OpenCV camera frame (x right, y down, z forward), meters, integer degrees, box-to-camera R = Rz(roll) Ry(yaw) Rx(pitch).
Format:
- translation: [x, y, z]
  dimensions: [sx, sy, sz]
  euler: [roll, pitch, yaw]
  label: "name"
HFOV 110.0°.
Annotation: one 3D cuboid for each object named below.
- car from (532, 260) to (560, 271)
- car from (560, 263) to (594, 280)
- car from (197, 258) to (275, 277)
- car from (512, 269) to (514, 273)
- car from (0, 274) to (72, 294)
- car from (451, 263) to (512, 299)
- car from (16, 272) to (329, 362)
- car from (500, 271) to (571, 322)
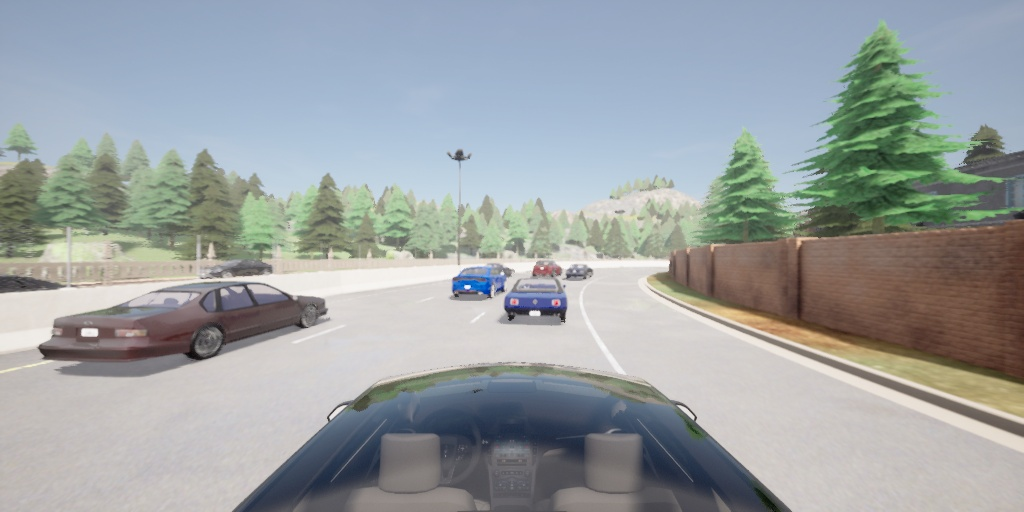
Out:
- translation: [3.589, 1.193, 35.629]
  dimensions: [2.097, 1.767, 4.553]
  euler: [0, 0, 22]
  label: "car"
- translation: [6.324, 1.396, 33.267]
  dimensions: [2.033, 1.411, 5.357]
  euler: [0, 0, 22]
  label: "car"
- translation: [-18.476, 0.887, 24.302]
  dimensions: [1.812, 1.442, 4.674]
  euler: [0, 0, 12]
  label: "car"
- translation: [-1.437, 1.357, 32.480]
  dimensions: [2.033, 1.411, 5.357]
  euler: [0, 0, 19]
  label: "car"
- translation: [-13.690, 1.204, 8.464]
  dimensions: [1.837, 1.490, 4.892]
  euler: [0, 0, 5]
  label: "car"
- translation: [-1.550, 1.257, 18.611]
  dimensions: [1.882, 1.535, 5.008]
  euler: [0, 0, 11]
  label: "car"
- translation: [-6.563, 1.280, 8.245]
  dimensions: [2.033, 1.411, 5.357]
  euler: [0, 0, 5]
  label: "car"
- translation: [0.953, 1.379, 12.571]
  dimensions: [1.895, 1.301, 4.718]
  euler: [0, 0, 7]
  label: "car"
